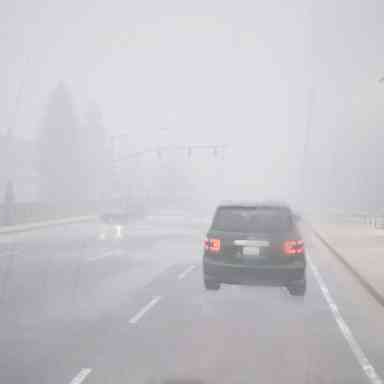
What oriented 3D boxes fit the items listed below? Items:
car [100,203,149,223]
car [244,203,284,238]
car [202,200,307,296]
[{"bbox_3d":[-5.053,1.535,25.778,2.033,1.411,5.357,0,0,14],"label":"car"},{"bbox_3d":[4.113,1.452,18.678,1.882,1.535,5.008,0,0,14],"label":"car"},{"bbox_3d":[1.724,1.210,8.919,2.150,2.045,5.566,0,0,13],"label":"car"}]
